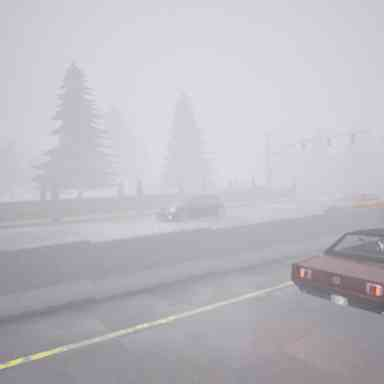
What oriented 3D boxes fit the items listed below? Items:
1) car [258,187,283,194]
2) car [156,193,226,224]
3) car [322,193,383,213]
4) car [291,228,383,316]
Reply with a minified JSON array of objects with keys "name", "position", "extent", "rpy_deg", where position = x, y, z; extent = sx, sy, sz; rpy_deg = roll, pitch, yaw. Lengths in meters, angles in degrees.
[{"name":"car","position":[12.913,-0.210,53.558],"extent":[1.895,1.301,4.718],"rpy_deg":[-3,2,-35]},{"name":"car","position":[-0.060,0.930,21.117],"extent":[4.553,1.767,2.097],"rpy_deg":[-3,2,-35]},{"name":"car","position":[9.483,0.787,19.276],"extent":[4.674,1.442,1.812],"rpy_deg":[-3,2,-35]},{"name":"car","position":[4.230,1.400,6.759],"extent":[4.718,1.301,1.895],"rpy_deg":[-3,2,-35]}]
